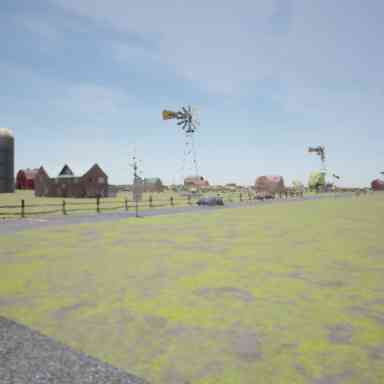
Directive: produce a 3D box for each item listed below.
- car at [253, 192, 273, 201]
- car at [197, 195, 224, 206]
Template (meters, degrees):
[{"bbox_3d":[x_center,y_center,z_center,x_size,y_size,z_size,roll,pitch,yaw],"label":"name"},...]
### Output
[{"bbox_3d":[12.131,0.670,56.642,1.882,1.535,5.008,0,0,35],"label":"car"},{"bbox_3d":[2.362,1.114,42.951,1.994,1.385,4.181,0,0,35],"label":"car"}]
